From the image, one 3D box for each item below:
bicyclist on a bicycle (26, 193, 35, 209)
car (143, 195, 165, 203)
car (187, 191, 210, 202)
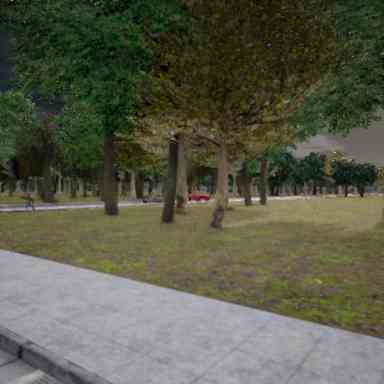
[{"bbox_3d":[-16.488,0.930,33.843,1.656,1.620,0.582,0,0,36],"label":"bicyclist on a bicycle"},{"bbox_3d":[-5.892,1.153,53.554,1.994,1.385,4.181,1,1,36],"label":"car"},{"bbox_3d":[1.150,0.813,63.333,2.150,2.045,5.566,1,0,36],"label":"car"}]
